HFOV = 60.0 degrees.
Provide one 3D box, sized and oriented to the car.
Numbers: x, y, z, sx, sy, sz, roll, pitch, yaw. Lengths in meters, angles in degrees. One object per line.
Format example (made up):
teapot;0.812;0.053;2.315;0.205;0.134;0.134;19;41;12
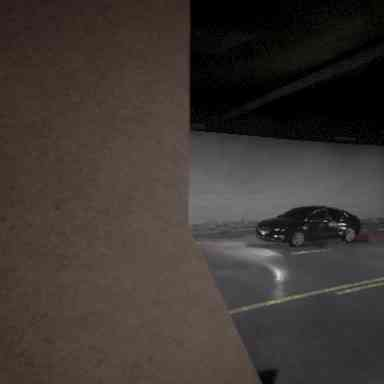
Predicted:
car;4.956;1.360;14.047;4.892;1.490;1.837;0;1;-26
